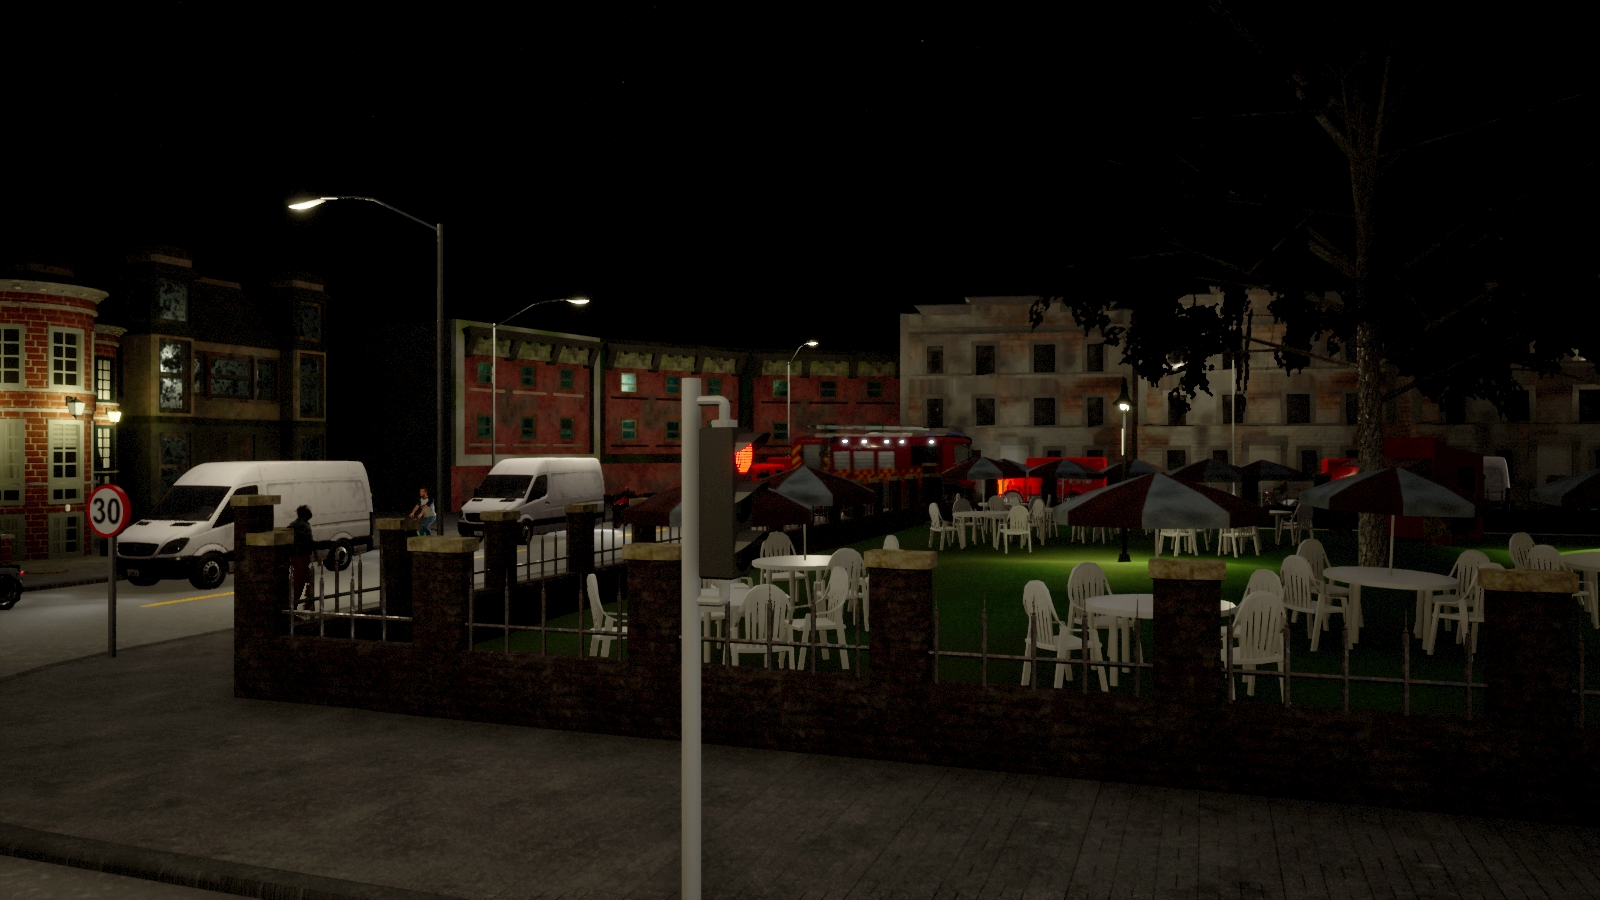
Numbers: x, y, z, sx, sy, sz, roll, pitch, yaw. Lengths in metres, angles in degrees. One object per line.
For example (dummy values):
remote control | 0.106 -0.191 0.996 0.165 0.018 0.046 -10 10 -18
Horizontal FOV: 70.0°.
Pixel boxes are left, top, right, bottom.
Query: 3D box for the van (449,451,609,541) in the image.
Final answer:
van | -8.336 1.314 35.864 1.988 2.561 5.915 0 0 20

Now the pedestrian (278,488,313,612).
pedestrian | -7.758 1.518 17.567 0.375 1.860 0.375 0 0 40

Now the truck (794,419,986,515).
truck | 4.009 0.673 49.401 8.468 3.827 2.891 0 0 -37

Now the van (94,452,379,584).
van | -12.115 1.315 25.192 1.988 2.561 5.915 0 0 20

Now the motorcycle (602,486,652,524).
motorcycle | -6.279 1.985 41.598 0.867 1.251 2.209 0 0 20

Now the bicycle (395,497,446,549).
bicycle | -10.162 1.936 30.641 0.373 1.296 1.643 0 0 20
